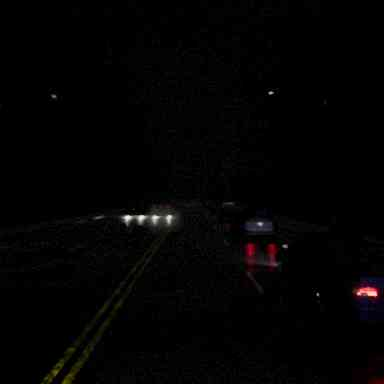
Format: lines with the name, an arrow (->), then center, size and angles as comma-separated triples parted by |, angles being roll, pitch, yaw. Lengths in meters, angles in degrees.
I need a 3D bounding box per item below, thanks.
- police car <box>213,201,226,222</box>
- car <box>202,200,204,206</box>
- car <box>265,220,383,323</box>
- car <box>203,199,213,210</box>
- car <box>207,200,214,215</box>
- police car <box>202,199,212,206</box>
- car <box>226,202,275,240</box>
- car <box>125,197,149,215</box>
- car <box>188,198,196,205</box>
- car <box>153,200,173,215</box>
police car -> 3.242, 1.709, 29.220 | 1.930, 1.638, 5.238 | 0, -1, 0
car -> 3.232, 2.094, 62.110 | 2.033, 1.649, 4.856 | 0, -1, 0
car -> 3.349, 1.618, 7.635 | 2.033, 1.411, 5.357 | 0, -1, 1
car -> 3.236, 2.094, 51.108 | 1.994, 1.385, 4.181 | 0, -1, 0
car -> 3.239, 1.968, 40.109 | 1.994, 1.385, 4.181 | 0, -1, 0
police car -> 3.229, 2.311, 73.110 | 2.038, 1.542, 4.974 | 0, -1, 0
car -> 3.245, 1.602, 18.110 | 2.033, 1.649, 4.856 | 0, -1, 0
car -> -6.603, 1.629, 40.488 | 2.150, 2.045, 5.566 | 0, -1, 0
car -> -0.024, 2.310, 82.407 | 2.128, 1.511, 4.902 | 0, -1, 0
car -> -3.351, 1.744, 38.961 | 2.097, 1.767, 4.553 | 0, -1, 0
